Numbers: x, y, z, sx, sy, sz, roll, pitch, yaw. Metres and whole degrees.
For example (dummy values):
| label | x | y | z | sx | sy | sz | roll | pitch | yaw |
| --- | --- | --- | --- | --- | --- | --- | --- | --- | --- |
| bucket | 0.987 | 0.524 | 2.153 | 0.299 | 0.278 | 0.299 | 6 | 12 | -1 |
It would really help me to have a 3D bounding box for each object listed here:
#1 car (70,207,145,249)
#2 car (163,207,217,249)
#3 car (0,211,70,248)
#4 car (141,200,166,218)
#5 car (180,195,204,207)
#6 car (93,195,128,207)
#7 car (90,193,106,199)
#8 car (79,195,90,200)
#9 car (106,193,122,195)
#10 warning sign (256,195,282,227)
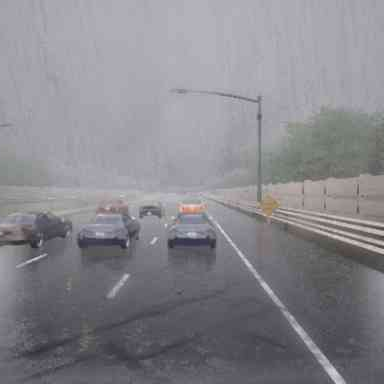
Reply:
| label | x | y | z | sx | sy | sz | roll | pitch | yaw |
| --- | --- | --- | --- | --- | --- | --- | --- | --- | --- |
| car | -3.500 | 1.573 | 14.649 | 1.994 | 1.385 | 4.181 | 0 | 0 | 0 |
| car | 0.000 | 1.573 | 14.649 | 1.994 | 1.385 | 4.181 | 0 | 0 | 0 |
| car | -7.000 | 1.564 | 14.650 | 2.033 | 1.411 | 5.357 | 0 | 0 | 0 |
| car | -3.500 | 1.516 | 29.650 | 1.837 | 1.490 | 4.892 | 0 | 0 | 0 |
| car | 0.000 | 1.366 | 29.620 | 2.097 | 1.767 | 4.553 | 0 | 0 | 0 |
| car | -7.000 | 1.365 | 29.620 | 2.097 | 1.767 | 4.553 | 0 | 0 | 0 |
| car | -21.000 | 1.162 | 76.687 | 2.150 | 2.045 | 5.566 | 0 | 0 | 0 |
| car | -24.500 | 1.462 | 76.717 | 2.128 | 1.511 | 4.902 | 0 | 0 | 0 |
| car | -17.500 | 1.162 | 76.687 | 2.150 | 2.045 | 5.566 | 0 | 0 | 0 |
| warning sign | 4.543 | 1.115 | 19.777 | 1.300 | 1.860 | 1.060 | 0 | 0 | 0 |
